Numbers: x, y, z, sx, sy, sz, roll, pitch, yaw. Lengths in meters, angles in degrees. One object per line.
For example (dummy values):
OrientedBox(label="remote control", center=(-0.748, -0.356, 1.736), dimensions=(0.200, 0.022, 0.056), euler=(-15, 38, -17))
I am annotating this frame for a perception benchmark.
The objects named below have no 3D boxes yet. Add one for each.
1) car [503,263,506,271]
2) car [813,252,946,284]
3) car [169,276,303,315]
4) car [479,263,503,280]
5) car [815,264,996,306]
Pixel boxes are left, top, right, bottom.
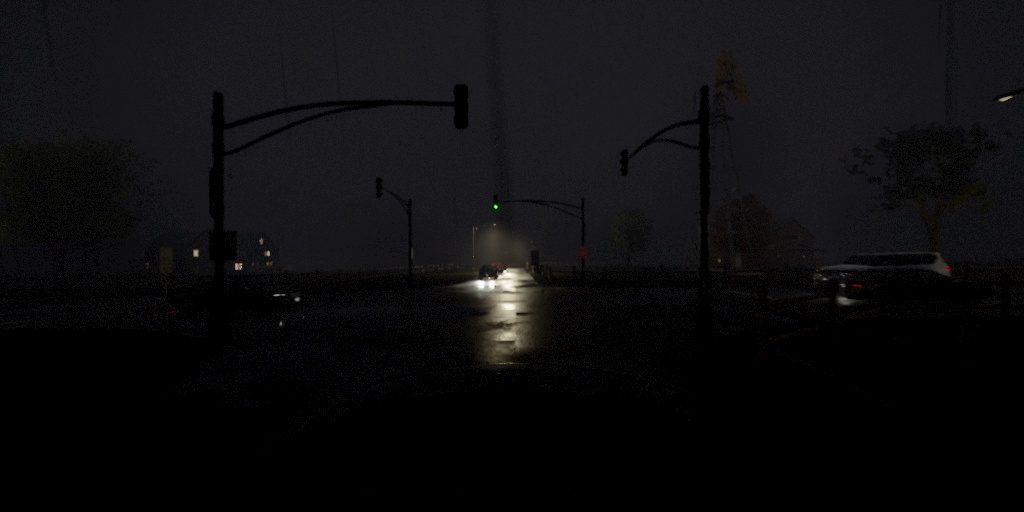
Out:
OrientedBox(label="car", center=(-2.278, 1.811, 51.836), dimensions=(1.882, 1.535, 5.008), euler=(0, -1, 1))
OrientedBox(label="car", center=(18.785, 0.818, 18.341), dimensions=(5.566, 2.045, 2.150), euler=(-1, 0, 1))
OrientedBox(label="car", center=(-11.494, 1.596, 15.098), dimensions=(4.902, 1.511, 2.128), euler=(-1, 0, 1))
OrientedBox(label="car", center=(-2.414, 1.662, 37.828), dimensions=(2.128, 1.511, 4.902), euler=(0, -1, 1))
OrientedBox(label="car", center=(16.166, 1.210, 14.771), dimensions=(5.357, 1.411, 2.033), euler=(-1, 0, 1))
